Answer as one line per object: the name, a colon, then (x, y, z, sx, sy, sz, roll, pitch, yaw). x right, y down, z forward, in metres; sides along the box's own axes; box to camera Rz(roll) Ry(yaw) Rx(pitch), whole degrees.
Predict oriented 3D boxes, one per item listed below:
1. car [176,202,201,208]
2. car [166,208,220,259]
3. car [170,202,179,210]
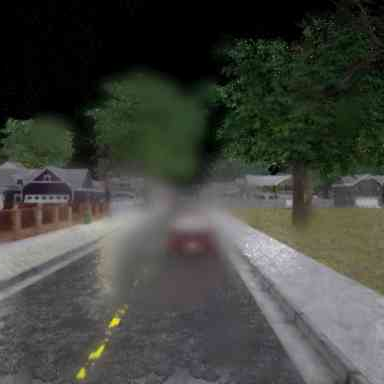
car: (0.049, 1.853, 27.307, 2.128, 1.511, 4.902, 0, -1, 1)
car: (0.055, 1.656, 13.441, 1.882, 1.535, 5.008, 0, 0, 0)
car: (-2.779, 2.362, 57.837, 1.895, 1.301, 4.718, 0, -1, 1)
